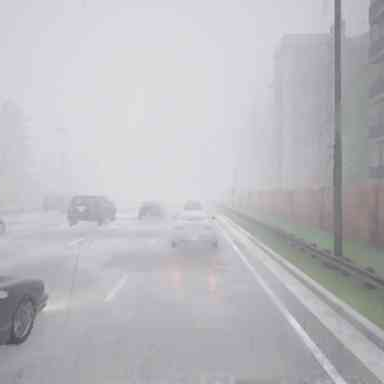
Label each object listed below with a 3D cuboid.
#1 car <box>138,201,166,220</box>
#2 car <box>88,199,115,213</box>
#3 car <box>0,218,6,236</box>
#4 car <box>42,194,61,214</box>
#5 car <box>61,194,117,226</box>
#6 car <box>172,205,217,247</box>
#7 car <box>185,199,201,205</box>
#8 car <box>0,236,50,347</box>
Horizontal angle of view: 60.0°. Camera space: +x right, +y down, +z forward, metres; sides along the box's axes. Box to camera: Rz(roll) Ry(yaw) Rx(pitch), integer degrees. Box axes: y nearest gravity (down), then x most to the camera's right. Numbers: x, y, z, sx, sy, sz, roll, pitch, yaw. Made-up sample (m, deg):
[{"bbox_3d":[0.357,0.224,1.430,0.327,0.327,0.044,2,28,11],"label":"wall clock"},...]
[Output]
[{"bbox_3d":[-3.403,1.505,28.540,1.837,1.490,4.892,0,0,0],"label":"car"},{"bbox_3d":[-10.402,1.564,38.605,1.994,1.385,4.181,0,0,0],"label":"car"},{"bbox_3d":[-10.400,1.505,15.022,1.837,1.490,4.892,0,0,0],"label":"car"},{"bbox_3d":[-13.903,1.222,35.489,2.150,2.045,5.566,0,0,0],"label":"car"},{"bbox_3d":[-6.901,1.222,23.407,2.150,2.045,5.566,0,0,0],"label":"car"},{"bbox_3d":[0.099,1.526,14.851,1.812,1.442,4.674,0,0,0],"label":"car"},{"bbox_3d":[0.098,1.564,39.250,1.994,1.385,4.181,0,0,0],"label":"car"},{"bbox_3d":[-3.400,1.548,3.325,2.033,1.411,5.357,0,0,0],"label":"car"}]
